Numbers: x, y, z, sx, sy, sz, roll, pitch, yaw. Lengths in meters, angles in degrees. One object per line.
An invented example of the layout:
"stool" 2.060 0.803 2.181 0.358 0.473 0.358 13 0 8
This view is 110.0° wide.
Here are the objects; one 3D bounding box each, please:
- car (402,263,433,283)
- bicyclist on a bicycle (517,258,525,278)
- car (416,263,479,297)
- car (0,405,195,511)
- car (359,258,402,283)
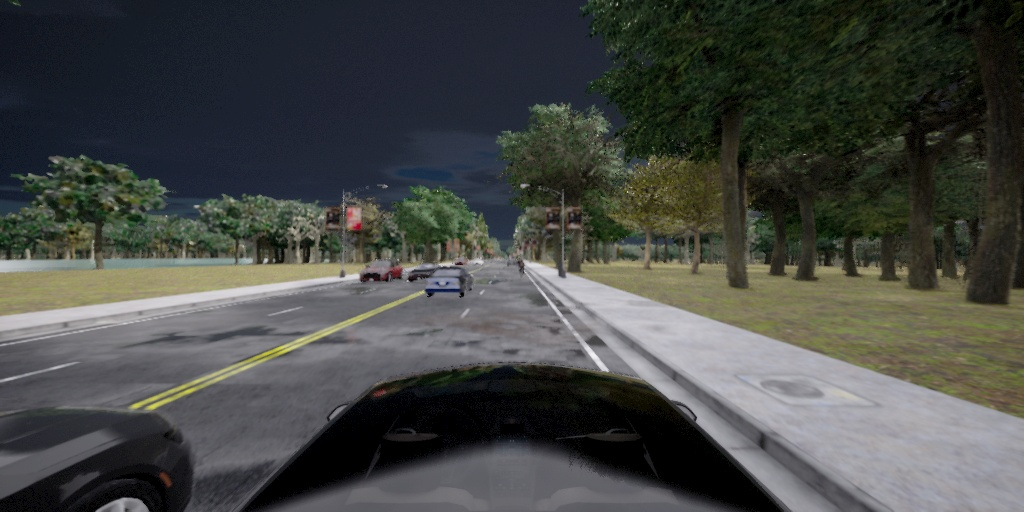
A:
"car" -6.590 1.263 28.077 2.033 1.411 5.357 0 0 0
"bicyclist on a bicycle" 0.903 1.164 31.714 0.582 1.620 1.656 0 0 0
"car" -3.148 1.276 18.726 2.033 1.411 5.357 0 0 0
"car" -3.151 1.256 0.494 1.837 1.490 4.892 0 0 0
"car" -9.836 1.069 27.354 2.097 1.767 4.553 0 0 0
